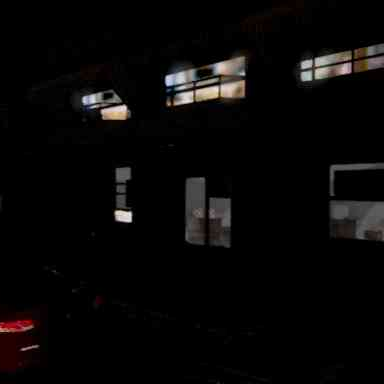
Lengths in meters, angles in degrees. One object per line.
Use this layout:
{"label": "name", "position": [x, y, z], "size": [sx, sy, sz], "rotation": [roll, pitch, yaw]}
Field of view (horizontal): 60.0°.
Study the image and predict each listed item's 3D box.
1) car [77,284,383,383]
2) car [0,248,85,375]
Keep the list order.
{"label": "car", "position": [1.495, 1.442, 1.809], "size": [4.097, 1.590, 1.967], "rotation": [1, 0, 36]}
{"label": "car", "position": [-3.090, 1.542, 5.079], "size": [4.206, 1.307, 1.802], "rotation": [1, 0, 35]}
